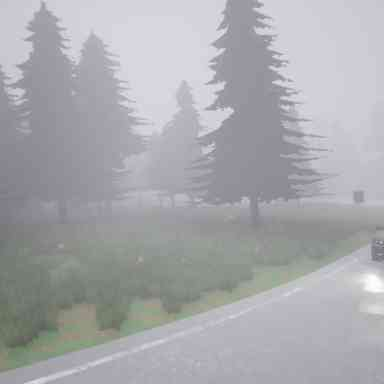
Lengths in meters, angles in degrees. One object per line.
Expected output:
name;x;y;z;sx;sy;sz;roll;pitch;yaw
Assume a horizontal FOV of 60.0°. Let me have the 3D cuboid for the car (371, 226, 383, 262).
car;8.034;1.638;12.205;1.882;1.535;5.008;-2;-2;40
